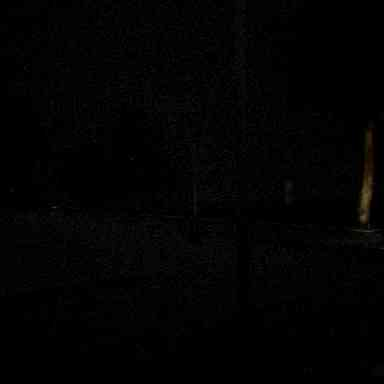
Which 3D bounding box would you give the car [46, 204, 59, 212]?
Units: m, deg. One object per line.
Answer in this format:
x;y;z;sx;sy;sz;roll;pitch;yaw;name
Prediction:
-27.201;3.191;64.950;2.128;1.511;4.902;-2;-1;-36;car

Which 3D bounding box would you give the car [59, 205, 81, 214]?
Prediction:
-19.852;2.845;54.741;1.994;1.385;4.181;-2;-1;-36;car
